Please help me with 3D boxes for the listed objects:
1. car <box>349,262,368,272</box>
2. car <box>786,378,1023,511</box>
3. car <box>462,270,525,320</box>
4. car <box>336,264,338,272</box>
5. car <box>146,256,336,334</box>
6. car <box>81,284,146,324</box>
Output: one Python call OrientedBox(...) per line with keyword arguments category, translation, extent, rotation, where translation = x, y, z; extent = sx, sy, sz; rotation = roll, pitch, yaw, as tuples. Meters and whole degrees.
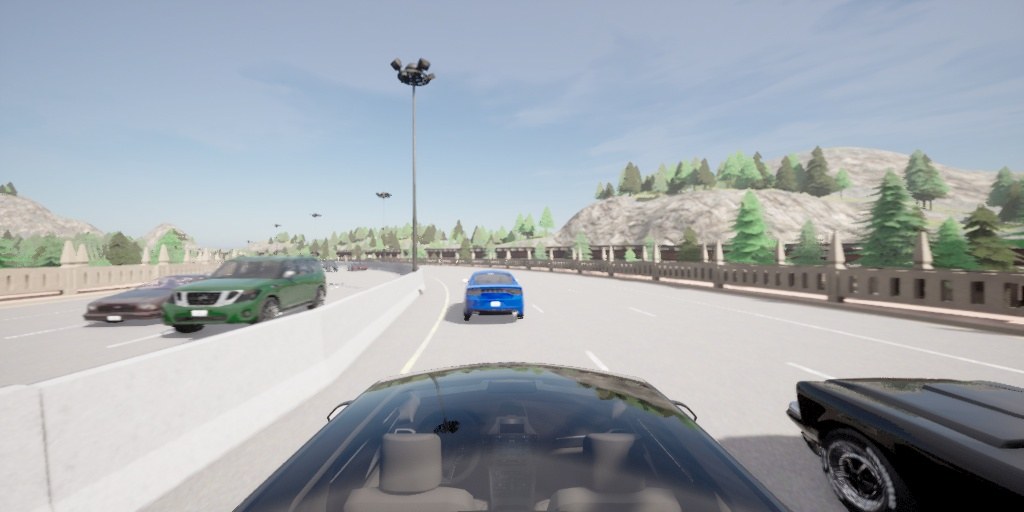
OrientedBox(category="car", translation=(-21.963, 1.487, 51.068), extent=(1.994, 1.385, 4.181), rotation=(-1, 0, -33))
OrientedBox(category="car", translation=(3.485, 1.340, 1.180), extent=(1.895, 1.301, 4.718), rotation=(0, 0, 0))
OrientedBox(category="car", translation=(-0.737, 1.235, 12.804), extent=(1.882, 1.535, 5.008), rotation=(0, 0, -6))
OrientedBox(category="car", translation=(-25.926, 1.465, 50.760), extent=(1.837, 1.490, 4.892), rotation=(0, 0, -34))
OrientedBox(category="car", translation=(-7.741, 1.006, 11.234), extent=(2.150, 2.045, 5.566), rotation=(0, 0, -7))
OrientedBox(category="car", translation=(-11.419, 1.350, 12.618), extent=(2.033, 1.411, 5.357), rotation=(0, 0, -8))
